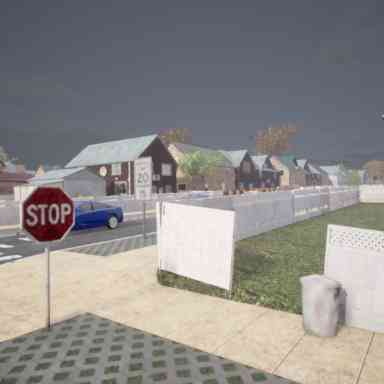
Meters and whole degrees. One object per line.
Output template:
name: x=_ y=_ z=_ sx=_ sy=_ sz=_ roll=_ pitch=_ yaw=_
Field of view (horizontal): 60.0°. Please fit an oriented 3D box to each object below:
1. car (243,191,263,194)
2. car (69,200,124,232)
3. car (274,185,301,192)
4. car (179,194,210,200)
car: x=5.896 y=0.654 z=32.755 sx=1.882 sy=1.535 sz=5.008 roll=-1 pitch=1 yaw=35
car: x=-5.621 y=1.191 z=16.380 sx=1.882 sy=1.535 sz=5.008 roll=-1 pitch=1 yaw=34
car: x=11.876 y=0.123 z=41.180 sx=2.150 sy=2.045 sz=5.566 roll=-1 pitch=1 yaw=36
car: x=0.065 y=0.925 z=24.504 sx=1.882 sy=1.535 sz=5.008 roll=-1 pitch=1 yaw=35
